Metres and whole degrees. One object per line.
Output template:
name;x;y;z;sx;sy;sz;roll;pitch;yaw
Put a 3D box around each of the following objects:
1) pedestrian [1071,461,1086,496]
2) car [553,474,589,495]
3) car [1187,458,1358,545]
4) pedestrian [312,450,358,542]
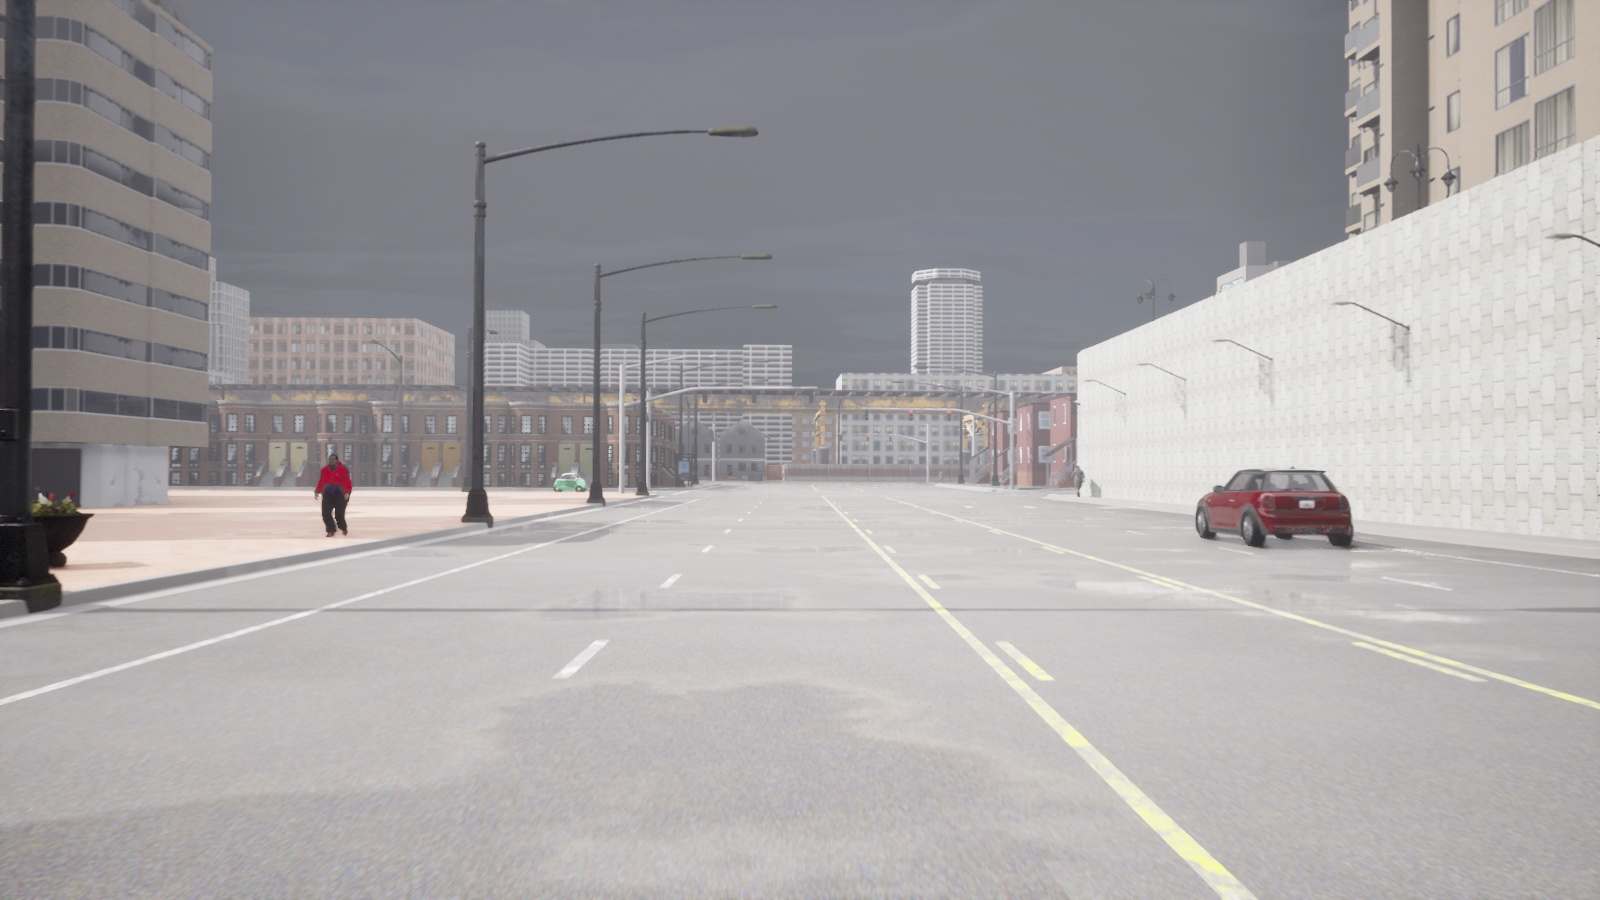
pedestrian;15.582;1.582;70.333;0.659;1.952;0.873;0;-1;0
car;-15.747;2.377;86.465;2.207;1.376;1.481;-1;-1;0
car;10.420;1.101;28.109;2.097;1.767;4.553;0;-1;0
pedestrian;-9.539;0.939;25.800;0.634;1.844;0.899;0;-1;-2
